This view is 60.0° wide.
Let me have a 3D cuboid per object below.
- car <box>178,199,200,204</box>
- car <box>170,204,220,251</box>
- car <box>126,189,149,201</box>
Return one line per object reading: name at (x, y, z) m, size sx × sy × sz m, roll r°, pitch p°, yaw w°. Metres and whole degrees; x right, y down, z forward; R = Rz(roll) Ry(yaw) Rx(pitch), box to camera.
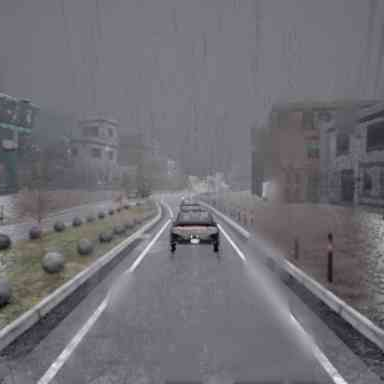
car at (-0.272, 1.370, 30.839) m, size 2.128 × 1.511 × 4.902 m, roll 0°, pitch 3°, yaw -4°
car at (0.103, 1.477, 13.954) m, size 2.128 × 1.511 × 4.902 m, roll 0°, pitch 0°, yaw 0°
car at (-7.378, 0.327, 45.576) m, size 2.128 × 1.511 × 4.902 m, roll 1°, pitch 3°, yaw 14°
